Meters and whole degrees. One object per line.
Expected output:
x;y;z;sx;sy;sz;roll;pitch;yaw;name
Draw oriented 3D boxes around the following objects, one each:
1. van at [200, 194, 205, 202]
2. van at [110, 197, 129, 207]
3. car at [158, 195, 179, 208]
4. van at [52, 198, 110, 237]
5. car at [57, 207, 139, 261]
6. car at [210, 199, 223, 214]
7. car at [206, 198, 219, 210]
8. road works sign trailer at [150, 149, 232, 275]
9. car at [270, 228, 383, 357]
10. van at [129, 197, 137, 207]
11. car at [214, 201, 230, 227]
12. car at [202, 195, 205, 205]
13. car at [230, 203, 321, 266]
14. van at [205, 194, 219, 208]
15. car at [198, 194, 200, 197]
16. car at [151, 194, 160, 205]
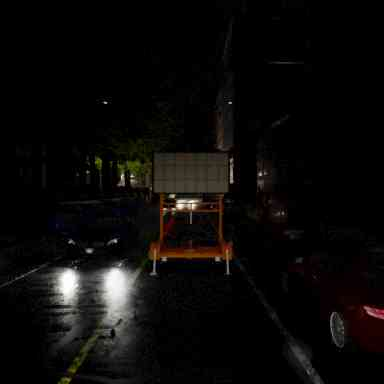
2.688;1.278;56.771;1.690;1.788;3.998;0;0;0;van
-5.737;1.329;22.758;1.690;1.788;3.998;0;0;0;van
-3.136;1.504;46.441;2.033;1.411;5.357;0;0;0;car
-5.719;1.334;17.100;1.690;1.788;3.998;0;0;0;van
-3.135;1.522;12.470;1.812;1.442;4.674;0;0;0;car
2.773;1.564;28.469;1.802;1.307;4.206;0;0;0;car
2.756;1.556;34.130;1.802;1.307;4.206;0;0;0;car
-0.029;0.461;10.433;2.380;3.560;2.880;0;0;0;road works sign trailer
2.840;1.581;5.827;1.802;1.307;4.206;0;0;0;car
-5.753;1.323;28.416;1.690;1.788;3.998;0;0;0;van
2.790;1.532;22.809;1.887;1.381;4.507;0;0;0;car
2.722;1.502;45.451;1.887;1.381;4.507;0;0;0;car
2.822;1.311;11.488;2.192;1.841;5.009;0;0;0;car
2.738;1.308;39.790;1.690;1.788;3.998;0;0;0;van
2.672;1.491;62.432;1.947;1.339;4.313;0;0;0;car
-5.836;1.252;56.705;2.192;1.841;5.009;0;0;0;car
